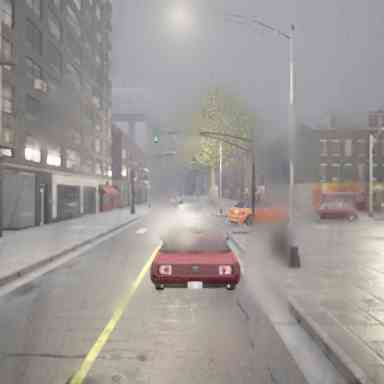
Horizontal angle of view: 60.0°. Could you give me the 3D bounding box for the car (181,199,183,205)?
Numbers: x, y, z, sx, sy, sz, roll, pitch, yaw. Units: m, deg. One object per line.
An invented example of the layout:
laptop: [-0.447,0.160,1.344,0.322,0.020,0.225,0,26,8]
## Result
car: [-2.761,1.690,62.362,1.994,1.385,4.181,0,0,0]

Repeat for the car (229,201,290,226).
car: [4.930,1.421,23.566,4.553,1.767,2.097,1,0,-27]

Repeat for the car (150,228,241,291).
car: [0.082,1.616,8.995,1.895,1.301,4.718,0,0,0]

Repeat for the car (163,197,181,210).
car: [-2.818,1.683,44.382,1.895,1.301,4.718,0,0,0]

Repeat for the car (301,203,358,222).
car: [10.940,1.560,26.719,4.097,1.590,1.967,0,-1,0]
